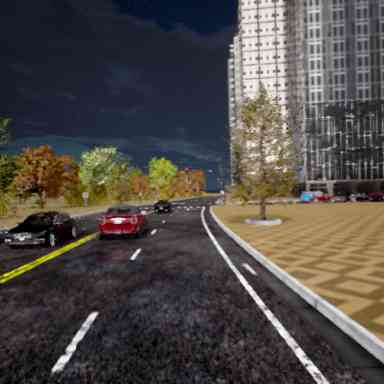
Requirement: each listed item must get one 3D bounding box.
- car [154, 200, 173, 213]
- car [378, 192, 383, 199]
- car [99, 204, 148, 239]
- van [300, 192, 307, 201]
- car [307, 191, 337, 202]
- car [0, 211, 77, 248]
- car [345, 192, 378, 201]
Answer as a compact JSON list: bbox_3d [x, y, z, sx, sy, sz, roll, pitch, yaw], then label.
[{"bbox_3d":[-3.453,1.721,41.114,1.882,1.535,5.008,-1,0,2],"label":"car"},{"bbox_3d":[34.287,0.639,62.501,4.507,1.381,1.887,-2,0,7],"label":"car"},{"bbox_3d":[-3.768,1.519,18.908,2.097,1.767,4.553,-1,0,-1],"label":"car"},{"bbox_3d":[23.009,0.803,64.009,3.998,1.788,1.690,-2,0,7],"label":"van"},{"bbox_3d":[21.933,0.930,55.454,4.097,1.590,1.967,-2,0,7],"label":"car"},{"bbox_3d":[-7.167,1.744,16.357,1.837,1.490,4.892,-1,0,-1],"label":"car"},{"bbox_3d":[27.586,0.871,54.811,4.313,1.339,1.947,-2,0,7],"label":"car"}]
